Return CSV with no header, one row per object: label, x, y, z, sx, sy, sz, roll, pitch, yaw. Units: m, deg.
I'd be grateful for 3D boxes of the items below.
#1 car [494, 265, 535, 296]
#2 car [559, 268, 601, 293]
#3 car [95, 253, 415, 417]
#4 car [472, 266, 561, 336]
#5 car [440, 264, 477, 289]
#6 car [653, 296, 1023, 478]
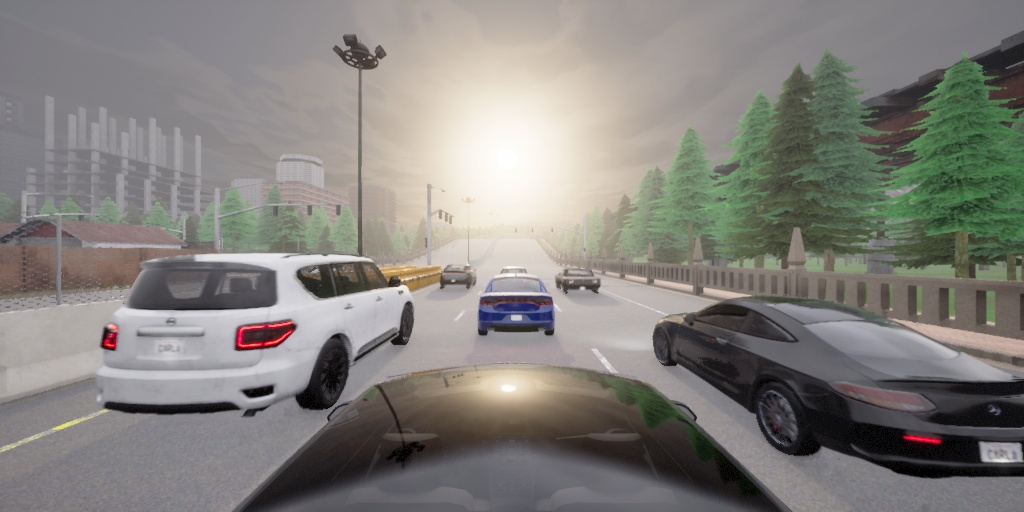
car,0.109,1.294,20.547,2.033,1.411,5.357,0,0,0
car,3.608,1.348,20.516,1.895,1.301,4.718,0,0,0
car,-3.401,0.974,6.249,2.150,2.045,5.566,0,0,0
car,0.101,1.226,10.476,1.882,1.535,5.008,0,0,0
car,-3.390,1.237,23.166,2.128,1.511,4.902,0,0,0
car,3.600,1.275,4.940,1.812,1.442,4.674,0,0,0
